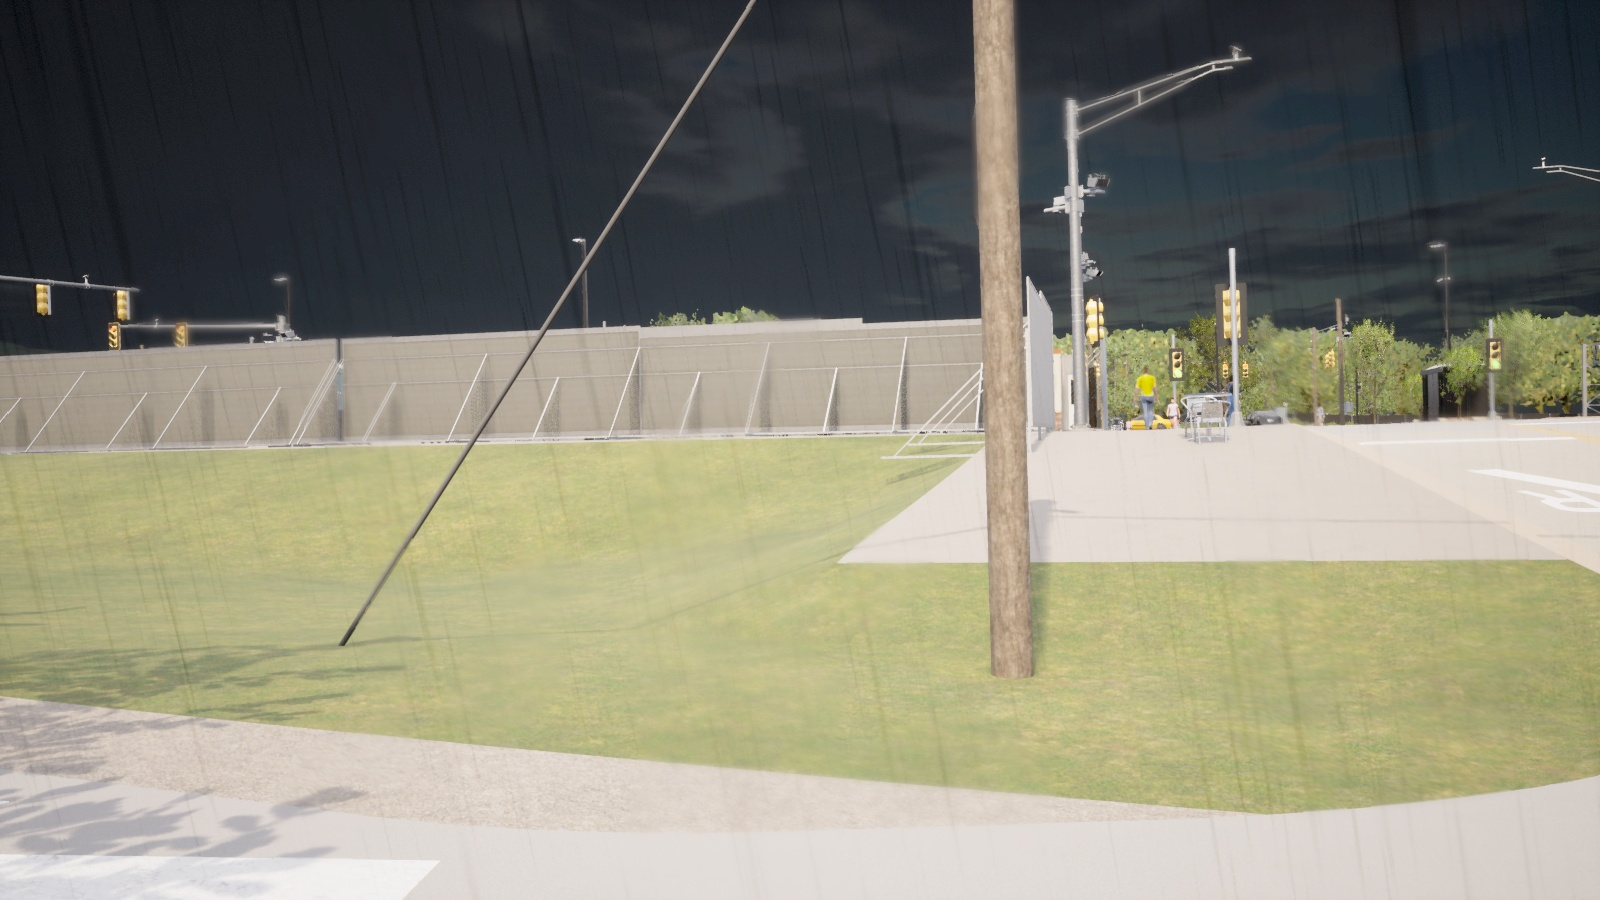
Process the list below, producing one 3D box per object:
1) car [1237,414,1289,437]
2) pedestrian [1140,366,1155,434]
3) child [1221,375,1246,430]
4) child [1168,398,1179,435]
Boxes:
[{"bbox_3d":[31.364,-1.673,85.204,2.163,1.488,4.792,-1,1,7],"label":"car"},{"bbox_3d":[9.525,-1.351,34.463,0.354,1.836,0.706,-1,0,15],"label":"pedestrian"},{"bbox_3d":[10.041,-1.090,29.094,0.437,1.263,0.270,-1,0,-5],"label":"child"},{"bbox_3d":[11.166,-1.002,37.560,0.255,1.110,0.394,-1,0,23],"label":"child"}]
